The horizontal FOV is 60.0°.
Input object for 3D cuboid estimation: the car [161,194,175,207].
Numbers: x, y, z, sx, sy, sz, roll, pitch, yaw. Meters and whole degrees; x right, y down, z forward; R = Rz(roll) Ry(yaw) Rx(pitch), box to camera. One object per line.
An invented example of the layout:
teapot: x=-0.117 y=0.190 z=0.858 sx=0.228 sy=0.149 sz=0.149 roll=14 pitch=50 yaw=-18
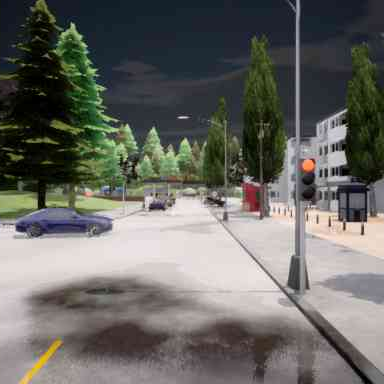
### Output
car: x=-4.064 y=1.352 z=50.357 sx=2.097 sy=1.767 sz=4.553 roll=0 pitch=0 yaw=0

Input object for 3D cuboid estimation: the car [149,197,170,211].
car: x=-4.082 y=1.601 z=40.464 sx=1.895 sy=1.301 sz=4.718 roll=0 pitch=0 yaw=0

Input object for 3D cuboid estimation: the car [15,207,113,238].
car: x=-6.467 y=1.525 z=17.090 sx=4.674 sy=1.442 sz=1.812 roll=0 pitch=0 yaw=-9
